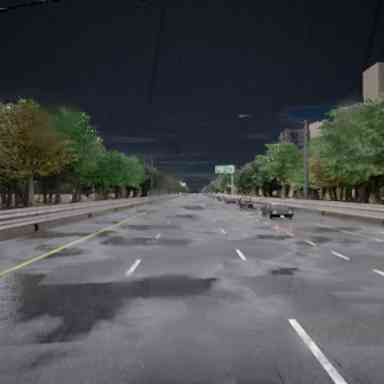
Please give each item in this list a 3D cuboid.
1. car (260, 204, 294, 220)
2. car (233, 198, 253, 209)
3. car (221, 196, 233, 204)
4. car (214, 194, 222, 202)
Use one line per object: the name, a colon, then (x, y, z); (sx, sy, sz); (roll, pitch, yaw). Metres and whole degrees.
car: (7.052, 1.626, 28.105); (1.895, 1.301, 4.718); (0, 0, 0)
car: (7.127, 1.558, 45.226); (1.837, 1.490, 4.892); (0, 0, 0)
car: (7.240, 1.683, 63.695); (1.895, 1.301, 4.718); (0, 0, 0)
car: (7.399, 1.637, 82.680); (2.128, 1.511, 4.902); (0, 0, 1)
